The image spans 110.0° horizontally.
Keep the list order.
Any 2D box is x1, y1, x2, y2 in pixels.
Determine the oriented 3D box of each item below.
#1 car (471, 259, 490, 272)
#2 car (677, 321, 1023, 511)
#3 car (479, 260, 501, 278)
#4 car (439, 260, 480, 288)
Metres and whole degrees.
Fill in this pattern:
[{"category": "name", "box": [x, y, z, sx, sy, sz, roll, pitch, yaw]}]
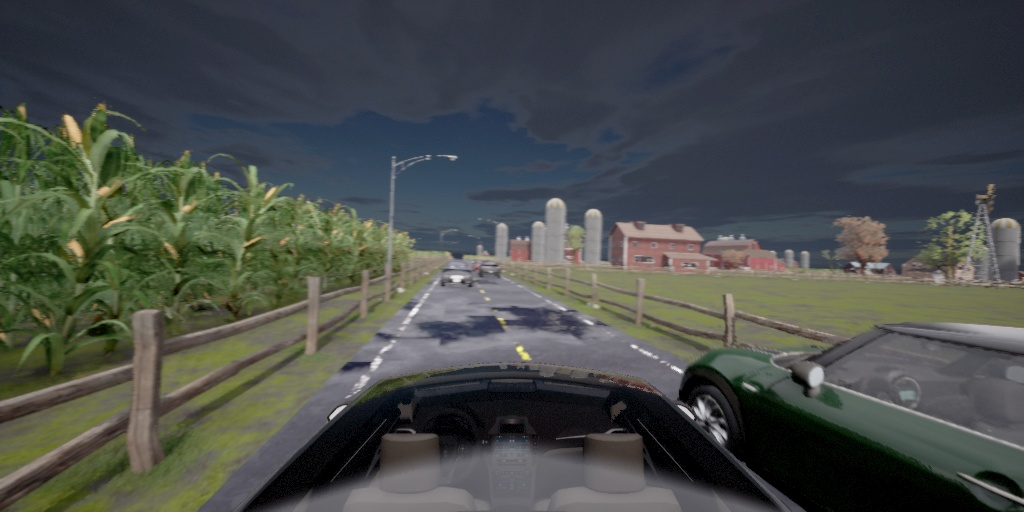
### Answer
[{"category": "car", "box": [-3.912, 1.151, 43.914, 1.994, 1.385, 4.181, 2, 0, -8]}, {"category": "car", "box": [3.240, 1.239, 2.422, 2.097, 1.767, 4.553, 2, 0, -9]}, {"category": "car", "box": [-2.105, 1.143, 32.521, 2.128, 1.511, 4.902, 2, 0, -8]}, {"category": "car", "box": [-3.387, 1.083, 22.161, 2.128, 1.511, 4.902, 2, 0, -9]}]
